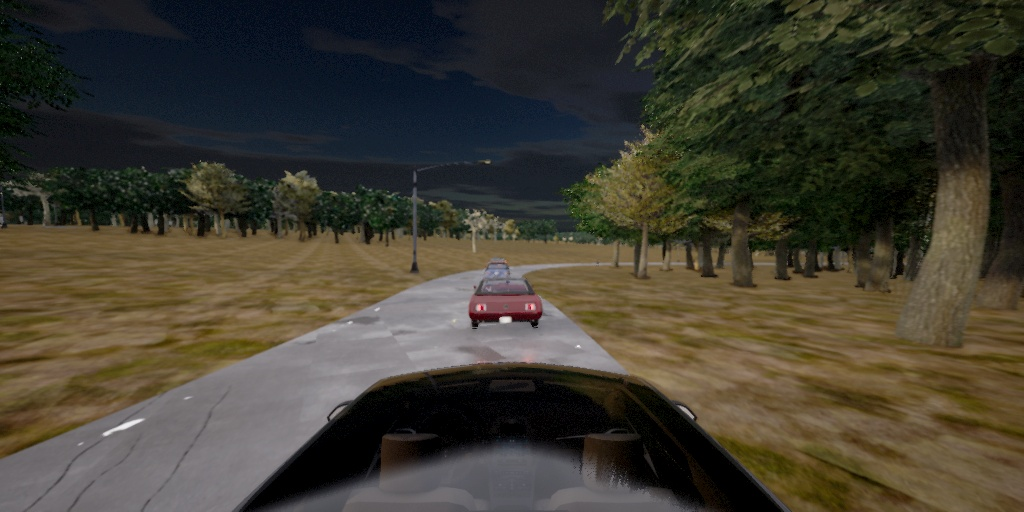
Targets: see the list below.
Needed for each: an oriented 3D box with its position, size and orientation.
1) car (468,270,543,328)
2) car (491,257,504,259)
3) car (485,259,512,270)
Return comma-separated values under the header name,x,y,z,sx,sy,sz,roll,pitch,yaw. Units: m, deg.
name,x,y,z,sx,sy,sz,roll,pitch,yaw
car,-0.262,1.280,11.079,1.895,1.301,4.718,0,0,-3
car,-2.088,0.967,47.901,2.097,1.767,4.553,1,0,12
car,-0.996,1.174,26.198,2.033,1.411,5.357,0,0,0
